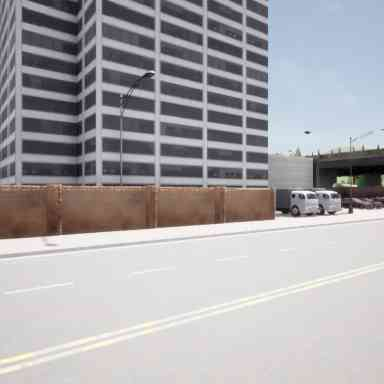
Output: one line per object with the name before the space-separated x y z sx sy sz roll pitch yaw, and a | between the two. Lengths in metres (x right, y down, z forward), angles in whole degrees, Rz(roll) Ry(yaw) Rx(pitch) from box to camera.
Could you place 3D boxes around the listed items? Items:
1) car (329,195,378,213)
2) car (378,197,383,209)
car | 20.252 1.470 41.897 1.812 1.442 4.674 0 0 -36
car | 22.980 1.508 44.099 1.994 1.385 4.181 0 0 -36
